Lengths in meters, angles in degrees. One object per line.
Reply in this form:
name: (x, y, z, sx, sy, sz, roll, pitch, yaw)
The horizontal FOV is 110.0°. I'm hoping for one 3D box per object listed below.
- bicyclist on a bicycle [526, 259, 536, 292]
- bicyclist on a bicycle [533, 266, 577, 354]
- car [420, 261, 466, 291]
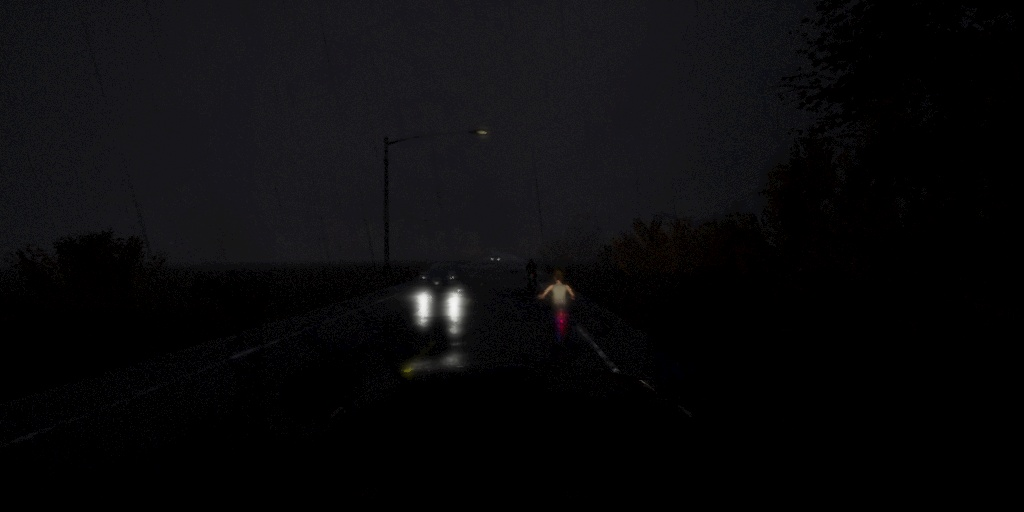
bicyclist on a bicycle: (0.958, 0.955, 17.602, 0.582, 1.620, 1.656, 0, 1, 0)
bicyclist on a bicycle: (0.965, 1.097, 7.486, 0.866, 1.612, 1.509, 0, 1, 1)
car: (-3.611, 1.000, 19.476, 1.812, 1.442, 4.674, 0, 1, 0)
